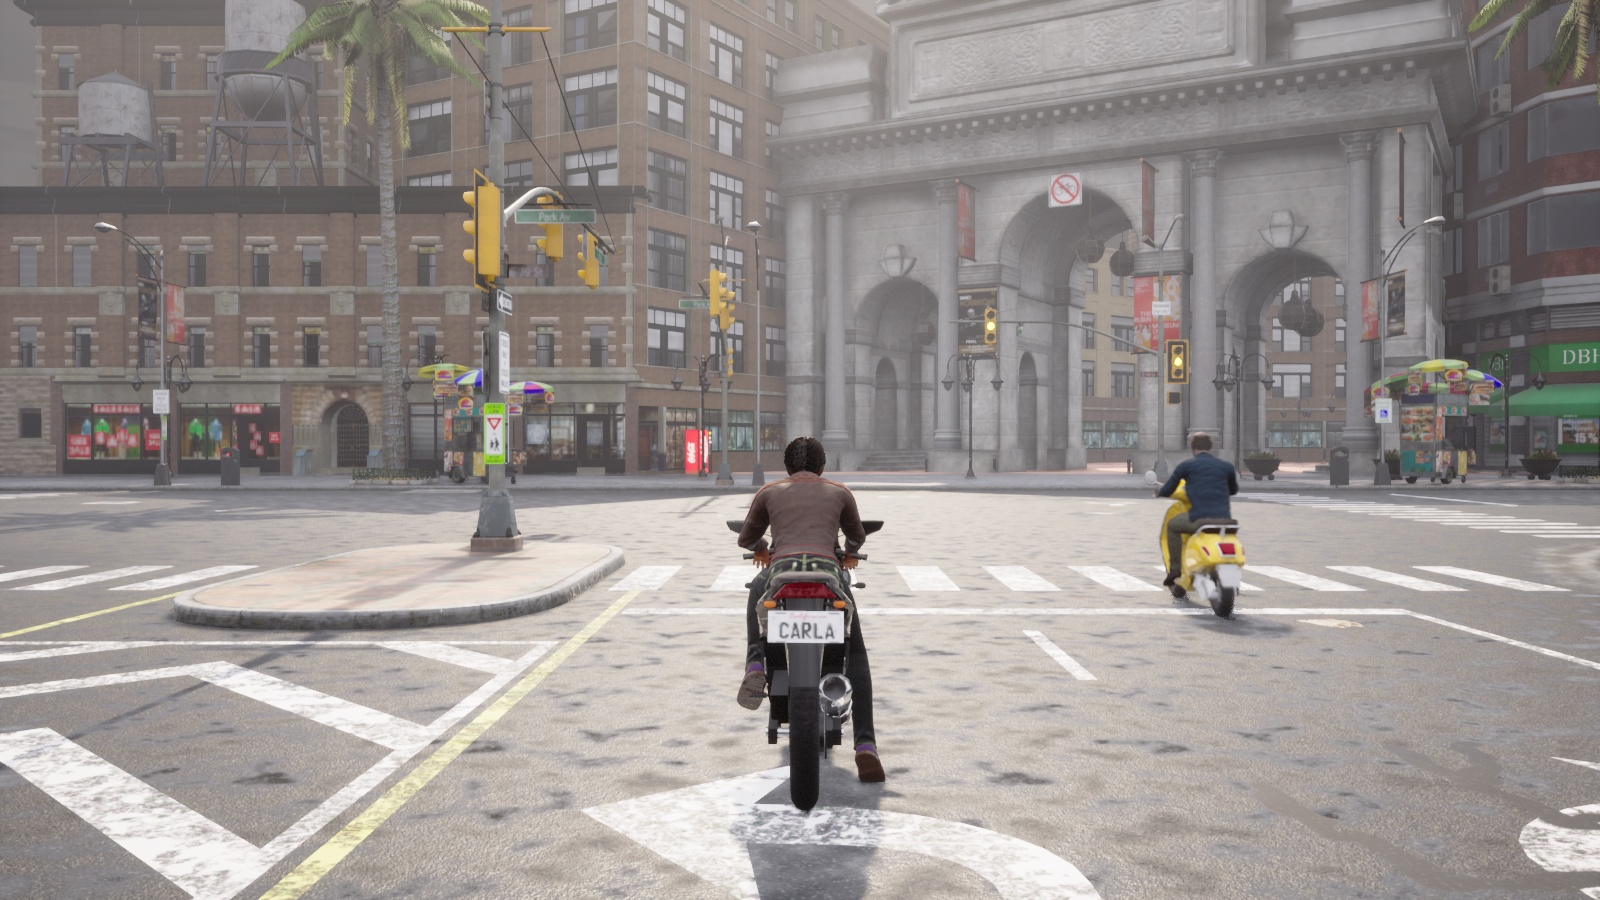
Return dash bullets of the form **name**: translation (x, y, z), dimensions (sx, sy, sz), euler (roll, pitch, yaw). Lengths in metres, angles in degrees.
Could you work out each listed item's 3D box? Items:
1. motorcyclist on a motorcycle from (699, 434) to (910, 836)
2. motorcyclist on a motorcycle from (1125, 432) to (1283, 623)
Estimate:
- **motorcyclist on a motorcycle**: translation (0.022, 0.696, 5.782), dimensions (0.797, 1.523, 2.044), euler (0, 0, 0)
- **motorcyclist on a motorcycle**: translation (3.586, 0.639, 11.336), dimensions (0.866, 1.590, 1.817), euler (0, 0, 1)
